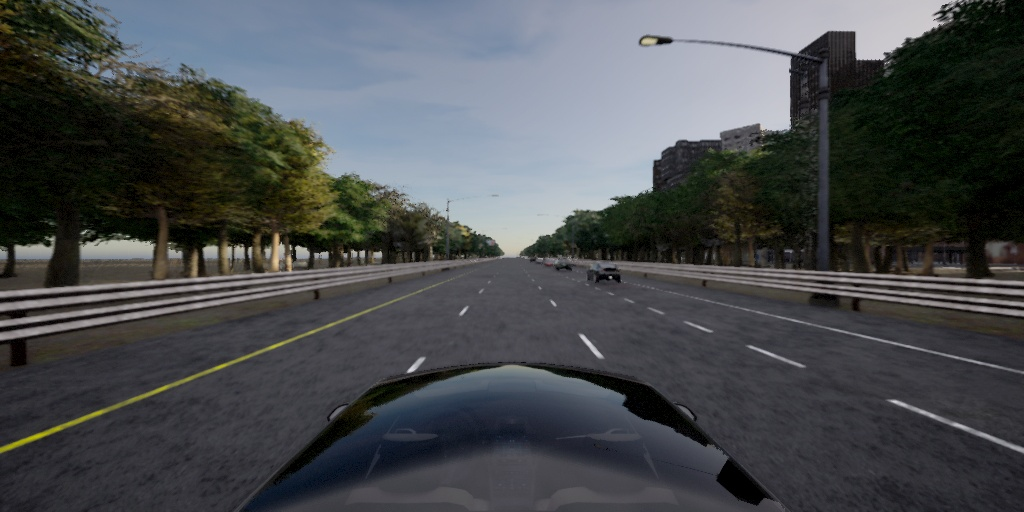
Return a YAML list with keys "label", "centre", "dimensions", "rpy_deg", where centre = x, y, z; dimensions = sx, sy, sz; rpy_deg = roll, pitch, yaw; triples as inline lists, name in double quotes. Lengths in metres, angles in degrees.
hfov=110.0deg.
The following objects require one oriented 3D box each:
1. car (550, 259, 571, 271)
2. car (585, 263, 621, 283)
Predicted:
- label: "car"
  centre: [7.037, 1.145, 50.762]
  dimensions: [2.097, 1.767, 4.553]
  rpy_deg: [0, 0, 0]
- label: "car"
  centre: [6.999, 1.274, 27.879]
  dimensions: [1.837, 1.490, 4.892]
  rpy_deg: [0, 0, 0]
